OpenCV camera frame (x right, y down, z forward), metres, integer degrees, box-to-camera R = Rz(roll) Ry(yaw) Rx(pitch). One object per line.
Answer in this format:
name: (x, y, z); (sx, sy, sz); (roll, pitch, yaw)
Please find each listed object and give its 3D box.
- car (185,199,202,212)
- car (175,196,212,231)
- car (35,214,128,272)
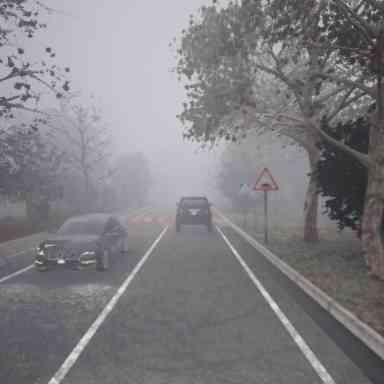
car: (0.193, 1.530, 39.208); (1.994, 1.385, 4.181); (0, 1, 1)
car: (0.118, 1.257, 21.273); (2.150, 2.045, 5.566); (0, 0, 0)
car: (-3.343, 1.525, 10.905); (1.837, 1.490, 4.892); (0, 0, 0)
